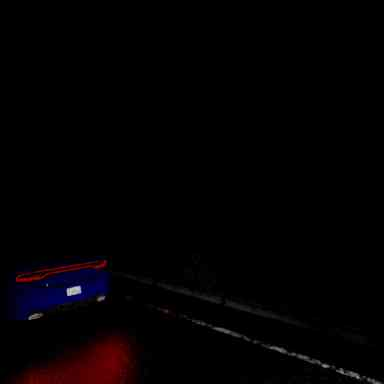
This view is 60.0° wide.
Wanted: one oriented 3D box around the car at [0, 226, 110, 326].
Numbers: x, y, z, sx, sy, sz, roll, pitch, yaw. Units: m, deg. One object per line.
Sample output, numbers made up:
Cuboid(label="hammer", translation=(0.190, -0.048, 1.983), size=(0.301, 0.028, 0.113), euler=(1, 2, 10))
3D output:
Cuboid(label="car", translation=(-3.767, 1.476, 7.150), size=(5.008, 1.535, 1.882), euler=(0, 0, 43))
